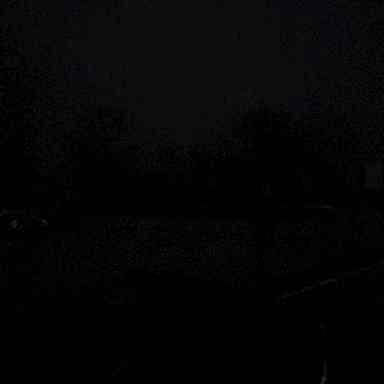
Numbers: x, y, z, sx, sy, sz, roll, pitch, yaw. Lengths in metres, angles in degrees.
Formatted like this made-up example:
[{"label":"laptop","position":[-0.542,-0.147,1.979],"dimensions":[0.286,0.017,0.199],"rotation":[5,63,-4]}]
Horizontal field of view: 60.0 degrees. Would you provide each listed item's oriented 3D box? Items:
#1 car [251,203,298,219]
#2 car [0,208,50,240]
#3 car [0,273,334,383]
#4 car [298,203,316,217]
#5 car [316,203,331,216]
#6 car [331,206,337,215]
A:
[{"label":"car","position":[8.424,2.077,35.493],"dimensions":[2.002,1.452,4.674],"rotation":[1,-1,-41]},{"label":"car","position":[-10.087,1.740,19.698],"dimensions":[2.185,1.767,4.553],"rotation":[0,-1,-41]},{"label":"car","position":[-0.377,1.610,3.317],"dimensions":[4.181,1.385,1.994],"rotation":[2,-3,-40]},{"label":"car","position":[10.914,2.061,37.622],"dimensions":[2.231,1.521,4.892],"rotation":[1,-1,-41]},{"label":"car","position":[13.393,2.084,39.759],"dimensions":[2.097,1.535,5.008],"rotation":[1,-1,-41]},{"label":"car","position":[15.791,2.146,41.800],"dimensions":[2.002,1.452,4.674],"rotation":[1,-1,-41]}]
